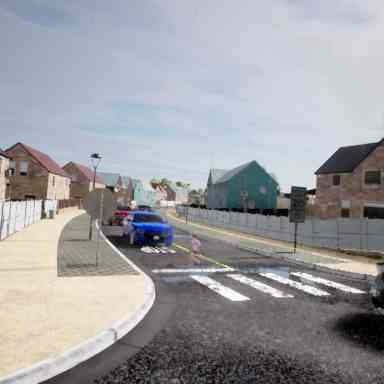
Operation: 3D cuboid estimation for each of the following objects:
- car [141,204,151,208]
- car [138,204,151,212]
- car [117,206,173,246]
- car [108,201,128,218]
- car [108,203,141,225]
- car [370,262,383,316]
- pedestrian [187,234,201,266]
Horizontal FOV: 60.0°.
[{"bbox_3d":[-5.752,2.254,39.585,2.097,1.767,4.553,4,-2,-12],"label":"car"},{"bbox_3d":[-8.593,2.878,60.332,1.994,1.385,4.181,4,-2,-4],"label":"car"},{"bbox_3d":[-2.394,1.773,17.012,1.882,1.535,5.008,4,-2,-20],"label":"car"},{"bbox_3d":[-8.791,2.061,39.784,2.097,1.767,4.553,4,-2,-11],"label":"car"},{"bbox_3d":[-5.897,1.845,27.931,2.097,1.767,4.553,4,-2,-15],"label":"car"},{"bbox_3d":[5.759,1.855,5.545,4.892,1.490,1.837,1,-1,27],"label":"car"},{"bbox_3d":[0.095,1.892,11.004,0.500,1.100,0.500,4,-2,-22],"label":"pedestrian"}]
